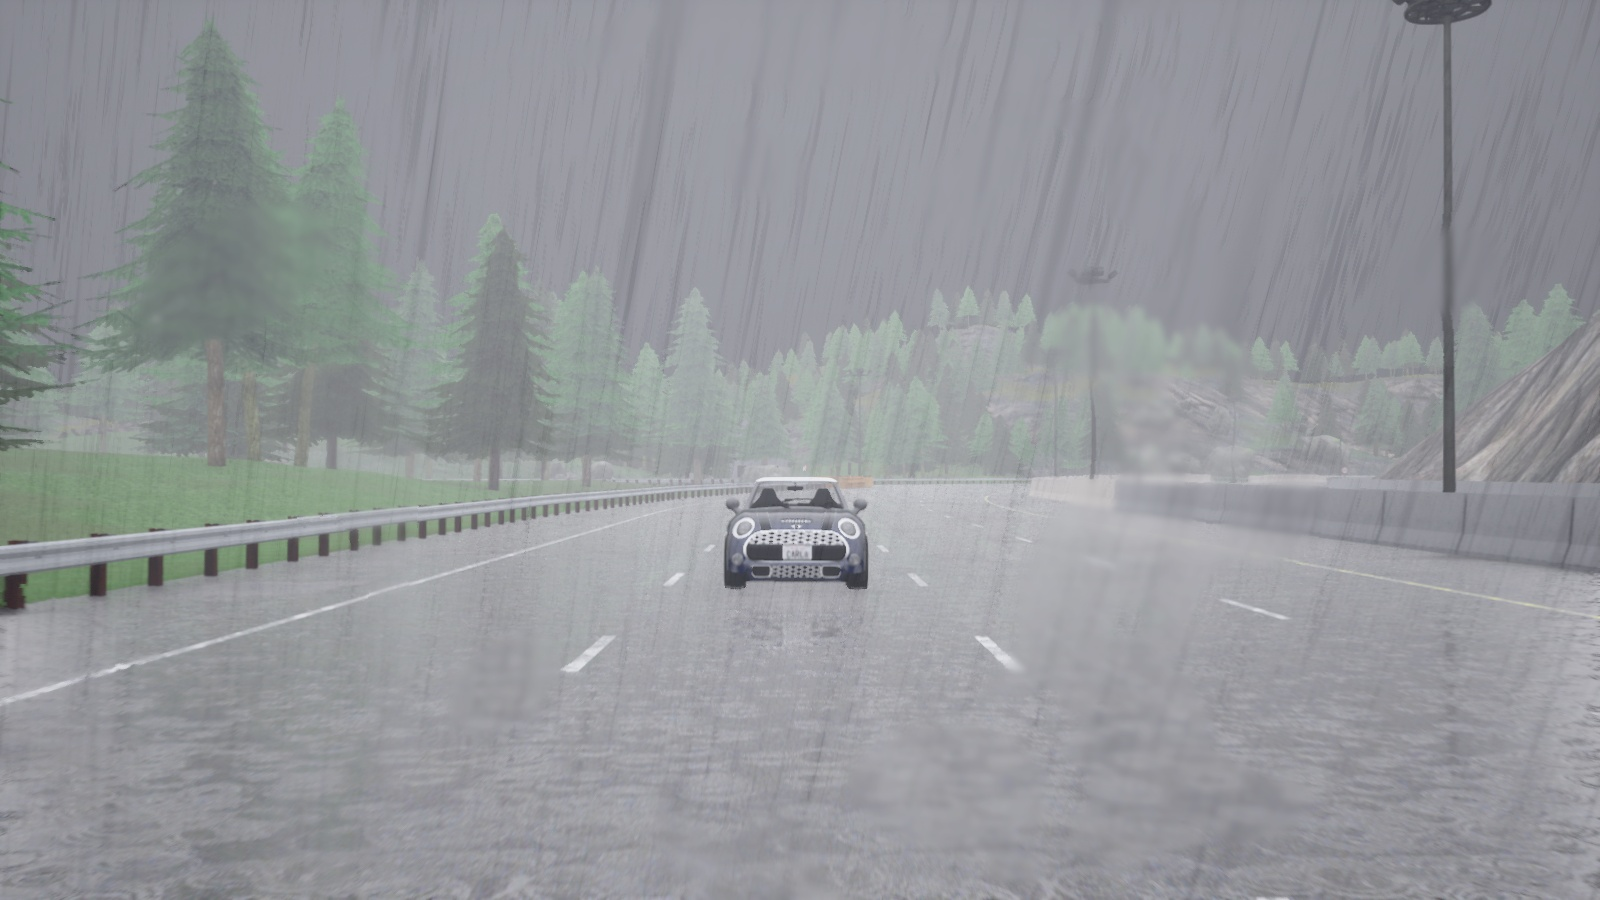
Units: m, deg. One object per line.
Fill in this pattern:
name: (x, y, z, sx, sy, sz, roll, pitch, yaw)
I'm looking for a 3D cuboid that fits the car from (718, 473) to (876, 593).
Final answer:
car: (-0.043, 1.074, 17.553, 1.970, 1.475, 3.806, 0, -1, 0)
